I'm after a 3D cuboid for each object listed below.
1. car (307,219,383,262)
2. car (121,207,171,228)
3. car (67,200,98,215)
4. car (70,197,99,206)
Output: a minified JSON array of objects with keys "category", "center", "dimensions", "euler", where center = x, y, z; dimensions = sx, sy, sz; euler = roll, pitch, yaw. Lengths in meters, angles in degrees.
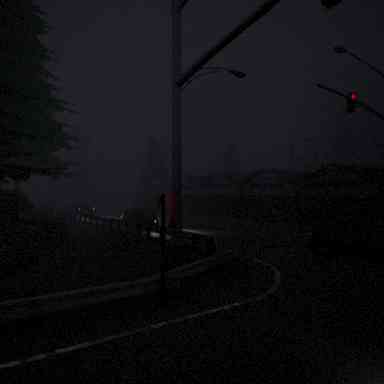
[{"category":"car","center":[6.151,1.646,11.331],"dimensions":[4.181,1.385,1.994],"euler":[-1,-1,43]},{"category":"car","center":[-3.166,1.739,23.209],"dimensions":[2.033,1.411,5.357],"euler":[0,0,-35]},{"category":"car","center":[-11.997,1.792,35.857],"dimensions":[1.895,1.301,4.718],"euler":[0,0,-34]},{"category":"car","center":[-16.265,1.386,50.627],"dimensions":[1.895,1.301,4.718],"euler":[0,0,18]}]
